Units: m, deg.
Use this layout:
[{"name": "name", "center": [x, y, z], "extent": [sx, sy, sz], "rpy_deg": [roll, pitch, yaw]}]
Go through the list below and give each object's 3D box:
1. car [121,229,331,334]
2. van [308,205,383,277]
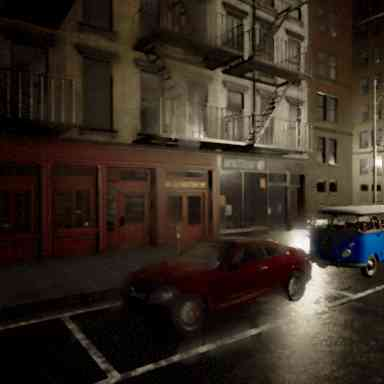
[{"name": "car", "center": [0.687, 1.562, 6.653], "extent": [4.206, 1.307, 1.802], "rpy_deg": [0, 0, -35]}, {"name": "van", "center": [5.108, 1.299, 9.763], "extent": [3.998, 1.788, 1.690], "rpy_deg": [0, 0, -35]}]
